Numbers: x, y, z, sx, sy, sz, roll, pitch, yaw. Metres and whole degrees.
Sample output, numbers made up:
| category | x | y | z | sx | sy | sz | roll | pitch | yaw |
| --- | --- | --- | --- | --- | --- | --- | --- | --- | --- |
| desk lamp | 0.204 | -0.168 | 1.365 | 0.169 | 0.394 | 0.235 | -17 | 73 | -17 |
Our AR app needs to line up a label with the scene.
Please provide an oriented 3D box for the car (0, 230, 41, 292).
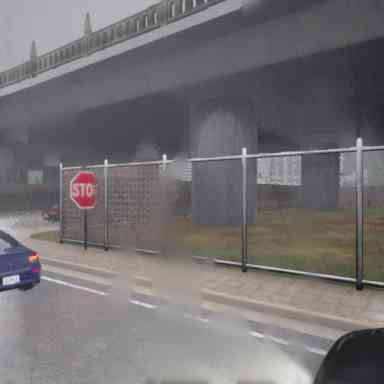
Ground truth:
| category | x | y | z | sx | sy | sz | roll | pitch | yaw |
| --- | --- | --- | --- | --- | --- | --- | --- | --- | --- |
| car | -5.343 | 1.526 | 7.725 | 4.674 | 1.442 | 1.812 | 0 | 0 | 35 |

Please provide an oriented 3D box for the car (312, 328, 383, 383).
| category | x | y | z | sx | sy | sz | roll | pitch | yaw |
| --- | --- | --- | --- | --- | --- | --- | --- | --- | --- |
| car | 2.835 | 1.564 | 1.920 | 4.181 | 1.385 | 1.994 | 0 | 0 | 35 |

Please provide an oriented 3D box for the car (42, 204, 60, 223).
| category | x | y | z | sx | sy | sz | roll | pitch | yaw |
| --- | --- | --- | --- | --- | --- | --- | --- | --- | --- |
| car | -8.565 | 1.477 | 24.905 | 1.882 | 1.535 | 5.008 | 0 | 0 | 37 |
